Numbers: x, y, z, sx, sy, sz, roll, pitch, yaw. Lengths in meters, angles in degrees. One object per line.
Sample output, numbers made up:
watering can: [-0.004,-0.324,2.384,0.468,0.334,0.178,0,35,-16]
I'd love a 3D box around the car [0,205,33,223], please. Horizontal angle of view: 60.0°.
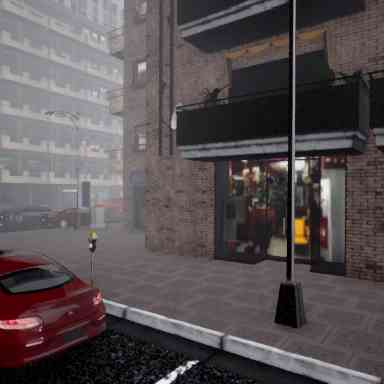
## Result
car: [-13.273,1.727,27.006,1.994,1.385,4.181,1,0,36]

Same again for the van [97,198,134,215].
van: [-8.664,1.606,37.847,1.690,1.788,3.998,0,-1,36]

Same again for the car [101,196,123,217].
car: [-7.790,1.485,34.638,2.150,2.045,5.566,1,0,36]

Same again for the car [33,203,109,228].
car: [-8.492,1.756,23.728,1.887,1.381,4.507,0,-1,36]

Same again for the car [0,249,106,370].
car: [-3.119,1.582,5.230,4.206,1.307,1.802,0,0,36]
